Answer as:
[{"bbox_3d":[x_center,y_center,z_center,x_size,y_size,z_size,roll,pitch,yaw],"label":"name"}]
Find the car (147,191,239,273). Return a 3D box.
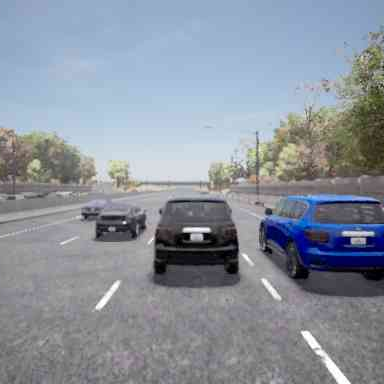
[{"bbox_3d":[0.108,1.094,10.327,2.150,2.045,5.566,0,1,0],"label":"car"}]

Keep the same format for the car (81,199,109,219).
[{"bbox_3d":[-6.892,1.237,25.580,2.033,1.411,5.357,0,1,0],"label":"car"}]

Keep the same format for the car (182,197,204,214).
[{"bbox_3d":[0.115,1.223,31.149,1.895,1.301,4.718,0,1,0],"label":"car"}]

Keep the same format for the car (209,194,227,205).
[{"bbox_3d":[3.518,0.989,46.274,2.033,1.411,5.357,0,1,0],"label":"car"}]

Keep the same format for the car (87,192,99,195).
[{"bbox_3d":[-17.499,0.814,58.609,1.837,1.490,4.892,0,1,1],"label":"car"}]

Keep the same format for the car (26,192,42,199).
[{"bbox_3d":[-27.982,0.769,59.794,1.882,1.535,5.008,0,1,0],"label":"car"}]

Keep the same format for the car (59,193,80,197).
[{"bbox_3d":[-20.993,0.909,58.218,1.895,1.301,4.718,0,1,0],"label":"car"}]

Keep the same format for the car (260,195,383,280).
[{"bbox_3d":[3.506,1.093,9.682,2.150,2.045,5.566,0,1,0],"label":"car"}]

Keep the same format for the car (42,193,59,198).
[{"bbox_3d":[-24.494,0.856,59.611,1.994,1.385,4.181,0,1,1],"label":"car"}]

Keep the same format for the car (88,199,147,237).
[{"bbox_3d":[-3.393,1.302,16.555,1.837,1.490,4.892,0,1,0],"label":"car"}]
